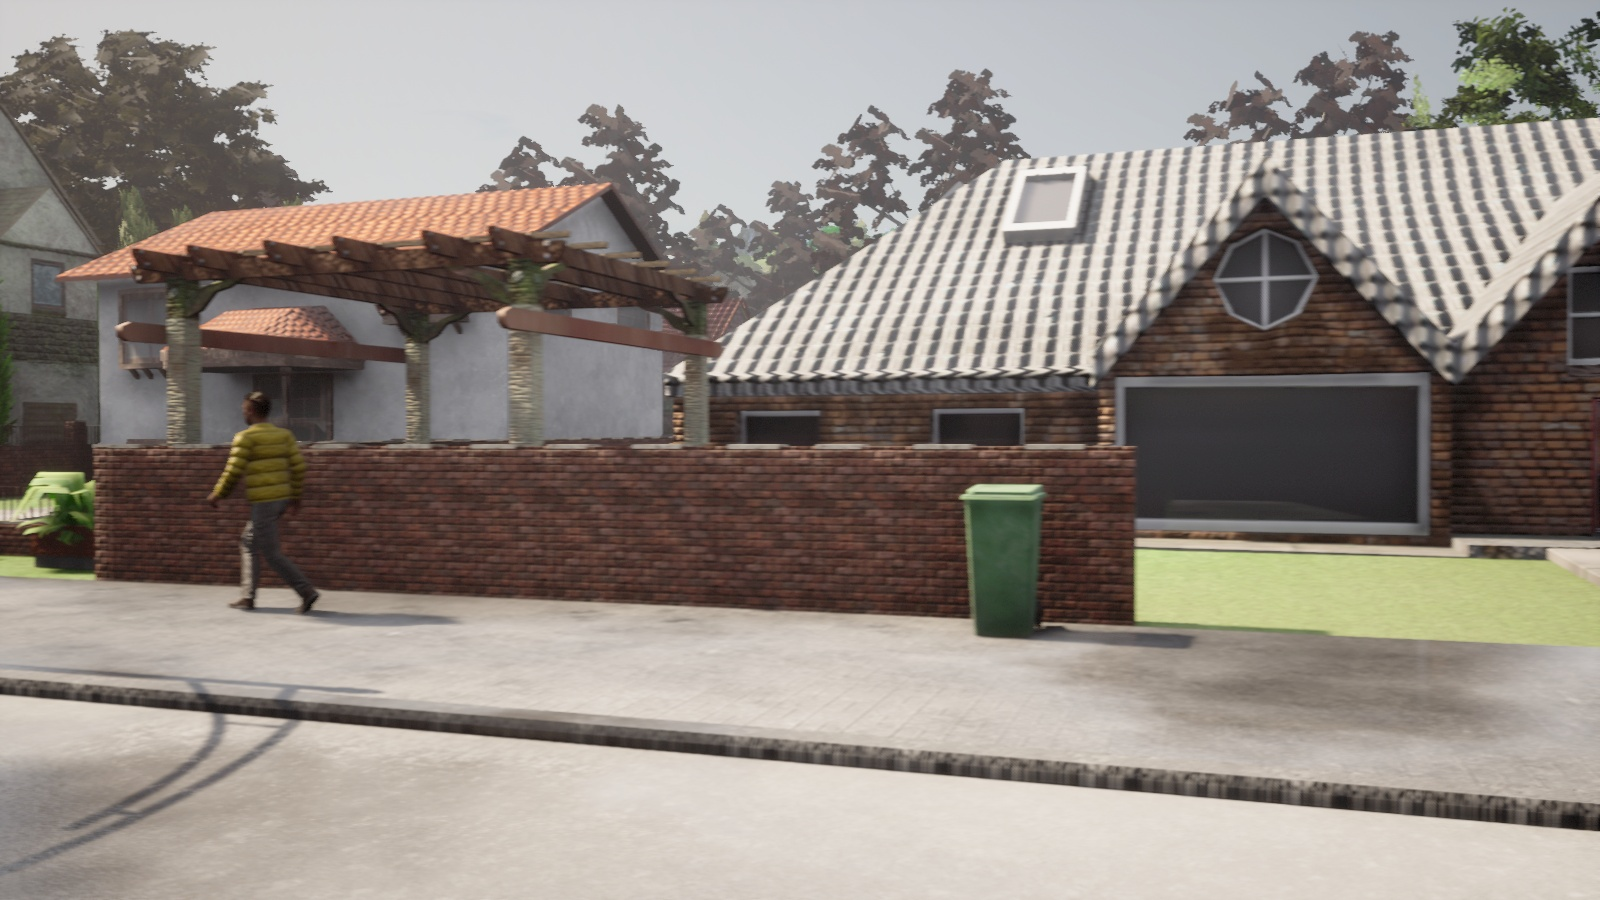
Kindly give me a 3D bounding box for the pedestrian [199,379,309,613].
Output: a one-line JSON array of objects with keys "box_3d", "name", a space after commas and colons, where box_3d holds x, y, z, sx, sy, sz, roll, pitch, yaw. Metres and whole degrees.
[{"box_3d": [-4.424, 0.357, 10.189, 0.709, 1.840, 0.431, 0, 1, 17], "name": "pedestrian"}]
